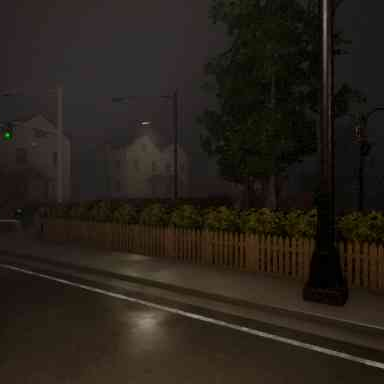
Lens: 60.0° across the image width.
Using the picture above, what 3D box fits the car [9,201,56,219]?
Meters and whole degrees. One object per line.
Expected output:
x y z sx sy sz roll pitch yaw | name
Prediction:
-13.634 1.526 29.413 1.812 1.442 4.674 0 0 35 | car

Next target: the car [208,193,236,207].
4.330 1.221 48.791 2.150 2.045 5.566 0 0 35 | car
